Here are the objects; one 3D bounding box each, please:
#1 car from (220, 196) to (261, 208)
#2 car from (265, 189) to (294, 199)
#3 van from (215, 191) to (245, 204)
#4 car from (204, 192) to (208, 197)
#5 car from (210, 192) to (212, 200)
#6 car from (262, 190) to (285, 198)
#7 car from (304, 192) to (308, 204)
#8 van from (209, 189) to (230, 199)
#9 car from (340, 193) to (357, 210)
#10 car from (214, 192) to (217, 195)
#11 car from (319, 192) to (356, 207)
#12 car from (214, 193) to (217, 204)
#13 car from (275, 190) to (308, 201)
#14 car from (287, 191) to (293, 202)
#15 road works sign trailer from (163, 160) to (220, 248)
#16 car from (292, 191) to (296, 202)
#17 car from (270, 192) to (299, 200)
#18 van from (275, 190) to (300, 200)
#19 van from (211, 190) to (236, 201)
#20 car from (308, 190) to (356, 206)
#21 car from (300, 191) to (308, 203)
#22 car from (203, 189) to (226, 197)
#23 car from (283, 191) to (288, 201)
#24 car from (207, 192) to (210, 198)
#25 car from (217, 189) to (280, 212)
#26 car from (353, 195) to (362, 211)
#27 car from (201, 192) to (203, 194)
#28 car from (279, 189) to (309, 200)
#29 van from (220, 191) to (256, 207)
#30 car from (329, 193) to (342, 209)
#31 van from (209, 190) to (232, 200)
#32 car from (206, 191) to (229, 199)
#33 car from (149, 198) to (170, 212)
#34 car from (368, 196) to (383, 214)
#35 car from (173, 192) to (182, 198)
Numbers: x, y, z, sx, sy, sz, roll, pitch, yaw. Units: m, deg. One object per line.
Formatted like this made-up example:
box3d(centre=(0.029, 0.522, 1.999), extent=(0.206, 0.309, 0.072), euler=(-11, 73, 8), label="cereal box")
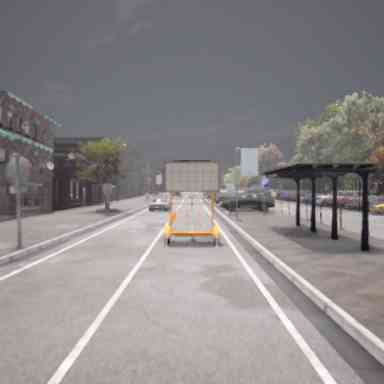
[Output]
box3d(centre=(5.727, 1.189, 39.871), extent=(4.674, 1.452, 2.002), euler=(0, 1, 0), label="car")
box3d(centre=(18.787, 0.428, 71.235), extent=(5.566, 2.045, 2.435), euler=(0, 1, 0), label="car")
box3d(centre=(5.824, 0.793, 51.083), extent=(4.442, 1.987, 1.878), euler=(0, 1, 0), label="van")
box3d(centre=(5.659, 0.543, 65.101), extent=(5.566, 2.045, 2.435), euler=(0, 1, 0), label="car")
box3d(centre=(5.733, 1.012, 53.889), extent=(4.792, 1.488, 2.163), euler=(0, 1, 0), label="car")
box3d(centre=(18.781, 0.449, 76.789), extent=(4.553, 1.767, 2.185), euler=(0, 1, 0), label="car")
box3d(centre=(18.788, 1.080, 46.254), extent=(4.892, 1.521, 2.231), euler=(0, 1, 0), label="car")
box3d(centre=(5.796, 0.462, 70.708), extent=(4.442, 1.987, 1.878), euler=(0, 1, 0), label="van")
box3d(centre=(18.817, 1.203, 35.153), extent=(4.892, 1.521, 2.231), euler=(0, 1, 0), label="car")
box3d(centre=(5.711, 1.087, 45.477), extent=(5.008, 1.535, 2.097), euler=(0, 1, 0), label="car")
box3d(centre=(18.808, 1.141, 40.704), extent=(5.008, 1.535, 2.097), euler=(0, 1, 0), label="car")
box3d(centre=(5.543, 1.177, 37.067), extent=(5.366, 1.575, 1.946), euler=(0, 1, 0), label="car")
box3d(centre=(18.799, 0.586, 62.910), extent=(5.566, 2.045, 2.435), euler=(0, 1, 0), label="car")
box3d(centre=(18.753, 1.004, 54.581), extent=(4.792, 1.488, 2.163), euler=(0, 1, 0), label="car")
box3d(centre=(0.002, 0.399, 14.540), extent=(2.380, 3.560, 2.880), euler=(0, 1, 1), label="road works sign trailer")
box3d(centre=(18.971, 1.007, 51.809), extent=(5.366, 1.575, 1.946), euler=(0, 1, 0), label="car")
box3d(centre=(18.948, 0.729, 68.464), extent=(5.366, 1.575, 1.946), euler=(0, 1, 0), label="car")
box3d(centre=(18.883, 0.559, 65.686), extent=(4.442, 1.987, 1.878), euler=(0, 1, 0), label="van")
box3d(centre=(5.808, 0.621, 62.302), extent=(4.442, 1.987, 1.878), euler=(0, 1, 0), label="van")
box3d(centre=(18.770, 0.859, 43.477), extent=(5.566, 2.045, 2.435), euler=(0, 1, 0), label="car")
box3d(centre=(18.785, 1.046, 49.032), extent=(5.008, 1.535, 2.097), euler=(0, 1, 0), label="car")
box3d(centre=(5.631, 0.171, 84.722), extent=(5.566, 2.045, 2.435), euler=(0, 1, 0), label="car")
box3d(centre=(18.807, 0.960, 57.364), extent=(4.792, 1.488, 2.163), euler=(0, 1, 0), label="car")
box3d(centre=(5.702, 0.895, 59.498), extent=(4.892, 1.521, 2.231), euler=(0, 1, 0), label="car")
box3d(centre=(5.704, 0.960, 34.261), extent=(5.566, 2.045, 2.435), euler=(0, 1, 0), label="car")
box3d(centre=(18.844, 1.263, 32.378), extent=(4.792, 1.488, 2.163), euler=(0, 1, 0), label="car")
box3d(centre=(5.634, 0.225, 81.919), extent=(5.566, 2.045, 2.435), euler=(0, 1, 0), label="car")
box3d(centre=(18.746, 0.633, 60.133), extent=(5.566, 2.045, 2.435), euler=(0, 1, 0), label="car")
box3d(centre=(5.837, 0.892, 42.671), extent=(4.442, 1.987, 1.878), euler=(0, 1, 0), label="van")
box3d(centre=(18.812, 1.171, 37.928), extent=(5.008, 1.535, 2.097), euler=(0, 1, 0), label="car")
box3d(centre=(5.800, 0.515, 67.906), extent=(4.442, 1.987, 1.878), euler=(0, 1, 0), label="van")
box3d(centre=(5.669, 0.636, 73.516), extent=(4.892, 1.521, 2.231), euler=(0, 1, 0), label="car")
box3d(centre=(-3.349, 1.323, 34.484), extent=(1.895, 1.301, 4.718), euler=(0, 1, 0), label="car")
box3d(centre=(18.633, 1.261, 29.602), extent=(5.366, 1.575, 1.946), euler=(0, 1, 0), label="car")
box3d(centre=(-3.257, 0.602, 75.687), extent=(1.994, 1.385, 4.181), euler=(0, 1, 0), label="car")
